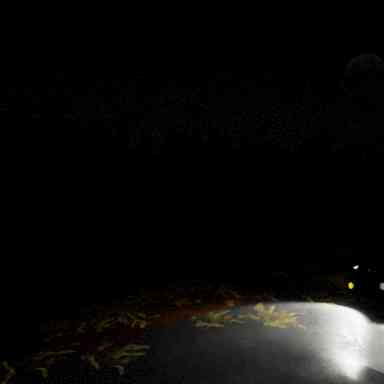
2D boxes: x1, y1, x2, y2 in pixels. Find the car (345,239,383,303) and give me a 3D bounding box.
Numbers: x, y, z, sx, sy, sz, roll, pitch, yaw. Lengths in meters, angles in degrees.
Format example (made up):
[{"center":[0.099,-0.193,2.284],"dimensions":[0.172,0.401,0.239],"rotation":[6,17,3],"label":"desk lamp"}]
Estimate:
[{"center":[5.189,1.529,7.096],"dimensions":[4.181,1.385,1.994],"rotation":[0,0,-34],"label":"car"}]
